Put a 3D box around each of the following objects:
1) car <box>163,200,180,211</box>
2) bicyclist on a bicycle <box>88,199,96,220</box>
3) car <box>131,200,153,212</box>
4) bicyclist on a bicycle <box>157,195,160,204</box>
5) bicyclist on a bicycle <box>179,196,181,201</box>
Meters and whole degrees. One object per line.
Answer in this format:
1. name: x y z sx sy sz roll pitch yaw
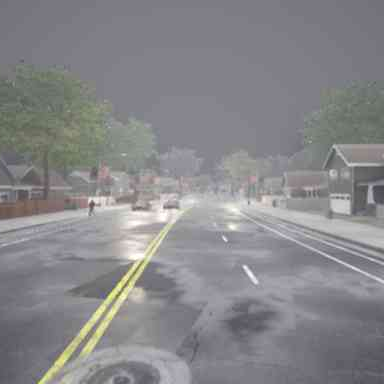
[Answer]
1. car: -2.609 1.684 43.366 1.994 1.385 4.181 0 0 3
2. bicyclist on a bicycle: -8.593 1.467 28.411 0.659 1.776 1.843 0 0 1
3. car: -6.020 1.679 40.437 1.994 1.385 4.181 0 0 3
4. bicyclist on a bicycle: -6.489 1.513 64.694 0.659 1.776 1.843 0 0 5
5. bicyclist on a bicycle: -3.124 1.525 86.148 0.866 1.612 1.509 0 0 6
